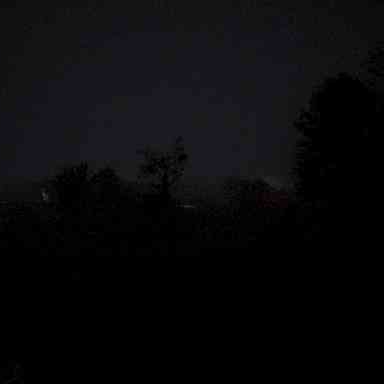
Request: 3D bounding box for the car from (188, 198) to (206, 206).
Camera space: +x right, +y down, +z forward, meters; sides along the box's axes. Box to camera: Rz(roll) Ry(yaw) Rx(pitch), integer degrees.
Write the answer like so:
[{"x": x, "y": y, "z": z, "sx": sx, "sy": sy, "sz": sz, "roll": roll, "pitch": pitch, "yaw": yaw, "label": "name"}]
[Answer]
[{"x": 1.378, "y": 1.675, "z": 59.021, "sx": 1.895, "sy": 1.301, "sz": 4.718, "roll": 1, "pitch": 1, "yaw": 34, "label": "car"}]
